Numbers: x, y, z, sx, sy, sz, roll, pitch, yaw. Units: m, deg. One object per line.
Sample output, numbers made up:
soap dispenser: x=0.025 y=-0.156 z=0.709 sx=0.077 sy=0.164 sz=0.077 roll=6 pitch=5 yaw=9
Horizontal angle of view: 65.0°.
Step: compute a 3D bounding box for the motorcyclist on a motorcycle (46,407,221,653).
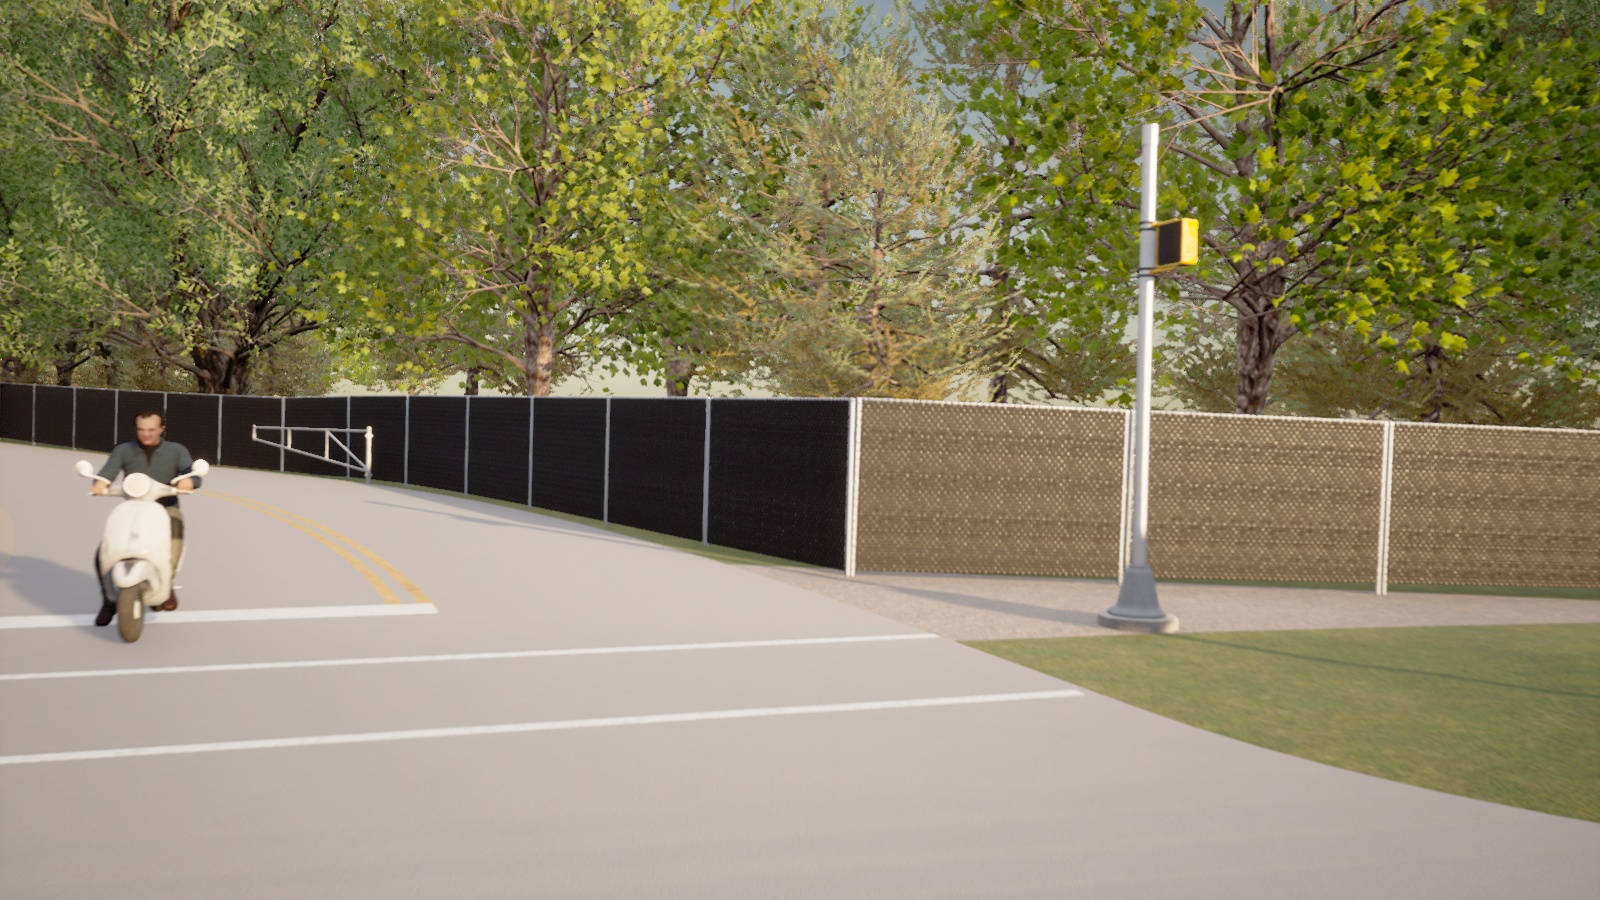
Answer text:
motorcyclist on a motorcycle: x=-4.802 y=0.502 z=9.172 sx=0.866 sy=1.590 sz=1.817 roll=1 pitch=2 yaw=-20
